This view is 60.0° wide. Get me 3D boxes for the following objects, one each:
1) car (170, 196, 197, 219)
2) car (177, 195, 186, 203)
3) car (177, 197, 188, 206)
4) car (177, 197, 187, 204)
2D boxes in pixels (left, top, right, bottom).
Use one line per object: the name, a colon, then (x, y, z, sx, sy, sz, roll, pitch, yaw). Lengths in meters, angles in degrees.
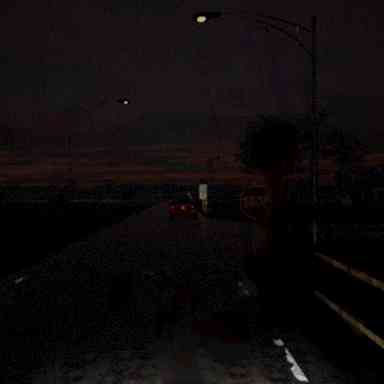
car: (-0.744, 1.241, 27.539, 2.097, 1.767, 4.553, -1, 0, -2)
car: (-2.367, 1.555, 75.299, 2.128, 1.511, 4.902, -1, 0, -2)
car: (-1.619, 1.493, 55.097, 1.812, 1.442, 4.674, -1, 0, -2)
car: (-2.039, 1.619, 65.048, 1.895, 1.301, 4.718, -1, 0, -2)
